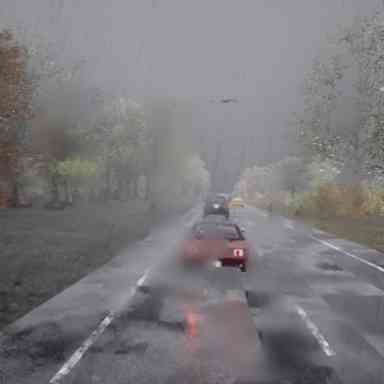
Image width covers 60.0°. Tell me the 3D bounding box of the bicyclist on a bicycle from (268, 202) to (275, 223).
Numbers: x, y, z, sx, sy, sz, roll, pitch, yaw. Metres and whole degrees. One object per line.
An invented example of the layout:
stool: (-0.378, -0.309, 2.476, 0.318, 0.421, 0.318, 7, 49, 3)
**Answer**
bicyclist on a bicycle: (6.298, 1.640, 26.195, 0.582, 1.620, 1.656, 1, 0, 4)

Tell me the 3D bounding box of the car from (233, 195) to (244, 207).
car: (7.614, 1.738, 55.848, 1.882, 1.535, 5.008, 1, 0, 4)

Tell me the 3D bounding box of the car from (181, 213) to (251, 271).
car: (0.801, 1.635, 11.086, 1.895, 1.301, 4.718, 1, 0, 4)

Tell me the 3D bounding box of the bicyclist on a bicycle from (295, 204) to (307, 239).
bicyclist on a bicycle: (5.651, 1.530, 17.411, 0.659, 1.776, 1.843, 1, 0, 4)

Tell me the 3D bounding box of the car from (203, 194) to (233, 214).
car: (2.172, 1.314, 29.556, 2.150, 2.045, 5.566, 1, 0, 4)
